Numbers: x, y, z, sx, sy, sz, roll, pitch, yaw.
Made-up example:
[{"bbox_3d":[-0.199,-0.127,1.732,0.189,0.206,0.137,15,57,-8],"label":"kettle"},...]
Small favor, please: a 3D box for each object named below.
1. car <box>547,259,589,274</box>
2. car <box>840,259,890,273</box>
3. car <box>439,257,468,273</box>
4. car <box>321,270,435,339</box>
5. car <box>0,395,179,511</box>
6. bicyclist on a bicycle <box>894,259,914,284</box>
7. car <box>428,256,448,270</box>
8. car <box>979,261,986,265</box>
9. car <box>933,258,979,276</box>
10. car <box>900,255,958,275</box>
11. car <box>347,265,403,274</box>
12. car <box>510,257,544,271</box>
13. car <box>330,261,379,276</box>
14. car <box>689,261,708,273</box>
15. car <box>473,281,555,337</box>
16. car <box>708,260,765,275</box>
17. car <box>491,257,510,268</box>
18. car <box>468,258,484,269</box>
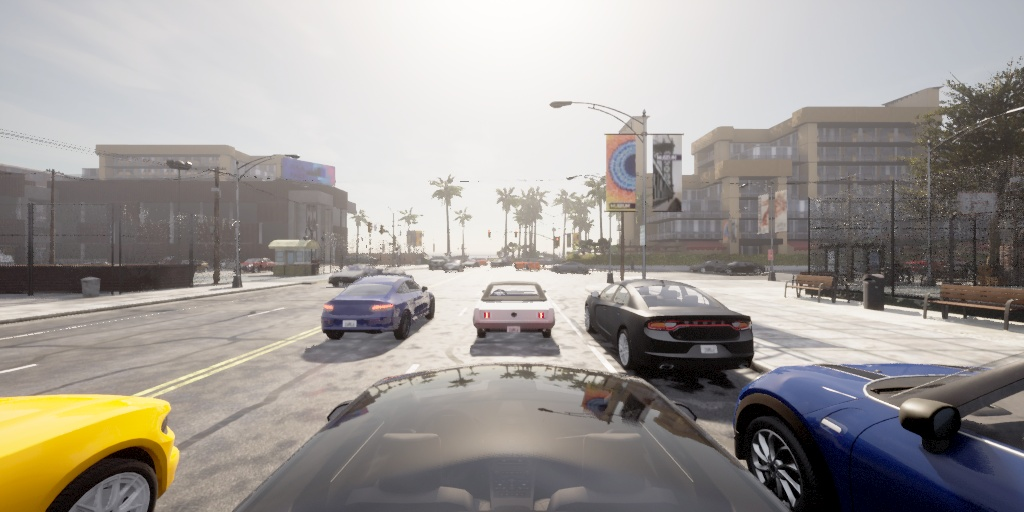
[{"bbox_3d":[6.477,1.314,39.992,4.181,1.385,1.994,0,0,21],"label":"car"},{"bbox_3d":[41.431,1.101,42.124,4.553,1.767,2.097,0,0,0],"label":"car"},{"bbox_3d":[-7.055,1.243,43.773,2.128,1.511,4.902,0,0,1],"label":"car"},{"bbox_3d":[-3.441,1.276,9.938,1.812,1.442,4.674,0,0,0],"label":"car"},{"bbox_3d":[-3.402,1.228,0.582,1.882,1.535,5.008,0,0,-1],"label":"car"},{"bbox_3d":[26.068,1.050,24.063,0.582,1.620,1.656,0,0,-1],"label":"bicyclist on a bicycle"},{"bbox_3d":[-10.415,0.971,51.896,2.150,2.045,5.566,0,0,3],"label":"car"},{"bbox_3d":[45.198,1.241,31.624,4.902,1.511,2.128,0,0,-1],"label":"car"},{"bbox_3d":[45.165,1.241,35.124,4.902,1.511,2.128,0,0,-1],"label":"car"},{"bbox_3d":[44.975,0.956,38.624,5.566,2.045,2.150,0,0,0],"label":"car"},{"bbox_3d":[-7.107,1.351,20.149,1.895,1.301,4.718,0,0,0],"label":"car"},{"bbox_3d":[2.040,1.102,49.852,2.097,1.767,4.553,0,0,-27],"label":"car"},{"bbox_3d":[-10.609,1.297,24.833,2.033,1.411,5.357,0,0,0],"label":"car"},{"bbox_3d":[23.391,1.254,42.019,4.892,1.490,1.837,0,0,-1],"label":"car"},{"bbox_3d":[0.061,1.351,10.233,1.895,1.301,4.718,0,0,0],"label":"car"},{"bbox_3d":[24.330,1.227,38.527,5.008,1.535,1.882,0,0,0],"label":"car"},{"bbox_3d":[-2.103,1.297,62.482,2.033,1.411,5.357,0,0,17],"label":"car"},{"bbox_3d":[-6.518,1.297,58.075,2.033,1.411,5.357,0,0,8],"label":"car"}]
